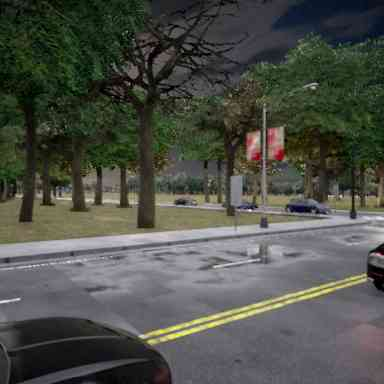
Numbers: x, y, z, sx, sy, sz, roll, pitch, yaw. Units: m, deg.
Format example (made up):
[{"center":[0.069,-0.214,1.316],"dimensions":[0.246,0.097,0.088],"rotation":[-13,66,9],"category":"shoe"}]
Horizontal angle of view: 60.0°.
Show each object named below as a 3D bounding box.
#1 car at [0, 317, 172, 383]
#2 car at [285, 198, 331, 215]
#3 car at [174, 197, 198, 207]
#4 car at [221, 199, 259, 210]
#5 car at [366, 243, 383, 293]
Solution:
[{"center":[-2.403,1.475,1.726],"dimensions":[5.008,1.535,1.882],"rotation":[0,0,-36],"category":"car"},{"center":[11.946,1.414,34.341],"dimensions":[2.097,1.767,4.553],"rotation":[0,0,-35],"category":"car"},{"center":[-0.989,1.531,52.549],"dimensions":[2.128,1.511,4.902],"rotation":[0,0,-36],"category":"car"},{"center":[6.065,1.596,42.614],"dimensions":[2.033,1.411,5.357],"rotation":[0,0,-35],"category":"car"},{"center":[5.948,1.517,7.683],"dimensions":[4.902,1.511,2.128],"rotation":[0,0,-35],"category":"car"}]
